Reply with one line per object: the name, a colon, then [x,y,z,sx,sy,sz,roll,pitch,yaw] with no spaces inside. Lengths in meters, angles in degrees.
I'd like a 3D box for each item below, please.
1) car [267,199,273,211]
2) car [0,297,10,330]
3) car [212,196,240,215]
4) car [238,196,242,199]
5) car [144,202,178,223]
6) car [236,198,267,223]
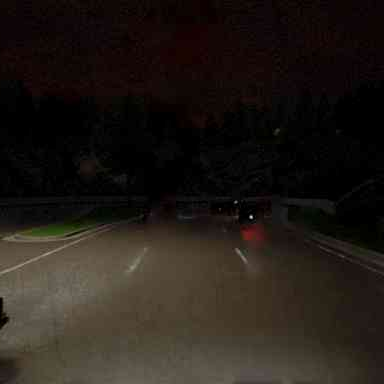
car: [8.565,1.526,39.789,1.812,1.442,4.674,0,0,16]
car: [-3.399,1.600,2.358,1.895,1.301,4.718,0,0,0]
car: [3.311,1.477,33.981,1.882,1.535,5.008,0,0,16]
car: [5.982,1.352,44.109,2.097,1.767,4.553,0,0,12]
car: [-2.365,1.526,25.897,1.812,1.442,4.674,0,0,10]
car: [4.731,1.505,25.987,1.837,1.490,4.892,-1,0,12]
